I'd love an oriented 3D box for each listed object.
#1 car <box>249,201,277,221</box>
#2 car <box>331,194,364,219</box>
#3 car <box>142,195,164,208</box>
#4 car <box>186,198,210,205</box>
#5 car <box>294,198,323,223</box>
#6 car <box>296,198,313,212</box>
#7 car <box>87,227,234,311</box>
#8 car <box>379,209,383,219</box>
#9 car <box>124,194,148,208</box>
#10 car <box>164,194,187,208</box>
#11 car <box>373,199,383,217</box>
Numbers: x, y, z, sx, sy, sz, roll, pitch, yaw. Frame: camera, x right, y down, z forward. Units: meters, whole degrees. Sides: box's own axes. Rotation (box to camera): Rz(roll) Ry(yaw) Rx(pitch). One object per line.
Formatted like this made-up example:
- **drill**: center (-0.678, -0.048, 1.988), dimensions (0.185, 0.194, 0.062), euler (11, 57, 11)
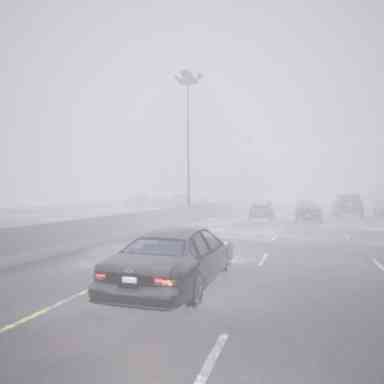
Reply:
- **car**: center (5.921, 1.528, 27.730), dimensions (2.128, 1.511, 4.902), euler (0, 0, 18)
- **car**: center (14.039, 1.244, 30.171), dimensions (2.150, 2.045, 5.566), euler (0, -1, 18)
- **car**: center (-5.295, 1.601, 50.594), dimensions (1.837, 1.490, 4.892), euler (0, -1, 18)
- **car**: center (1.308, 1.626, 48.264), dimensions (2.033, 1.411, 5.357), euler (0, 0, 18)
- **car**: center (8.935, 1.506, 25.659), dimensions (1.882, 1.535, 5.008), euler (0, 0, 18)
- **car**: center (13.429, 1.549, 39.807), dimensions (1.837, 1.490, 4.892), euler (0, 0, 18)
- **car**: center (-0.314, 1.562, 8.114), dimensions (2.033, 1.411, 5.357), euler (0, 0, 18)
- **car**: center (8.067, 1.531, 11.375), dimensions (1.812, 1.442, 4.674), euler (0, 0, 18)
- **car**: center (-8.496, 1.319, 52.062), dimensions (2.150, 2.045, 5.566), euler (0, 0, 18)
- **car**: center (-1.808, 1.301, 49.994), dimensions (2.150, 2.045, 5.566), euler (0, 0, 18)
- **car**: center (17.352, 1.373, 29.044), dimensions (2.097, 1.767, 4.553), euler (0, 0, 18)
